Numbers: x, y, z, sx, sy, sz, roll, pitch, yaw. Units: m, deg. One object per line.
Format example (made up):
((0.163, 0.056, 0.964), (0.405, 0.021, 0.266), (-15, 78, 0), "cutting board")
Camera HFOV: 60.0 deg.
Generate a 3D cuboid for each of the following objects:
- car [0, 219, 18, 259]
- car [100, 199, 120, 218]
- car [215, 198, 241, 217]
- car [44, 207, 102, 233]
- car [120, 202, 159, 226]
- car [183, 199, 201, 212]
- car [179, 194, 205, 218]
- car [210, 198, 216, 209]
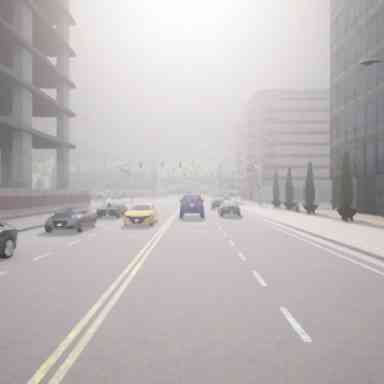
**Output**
((-7.085, 1.508, 9.891), (1.837, 1.490, 4.892), (0, 0, 0), "car")
((-7.031, 1.611, 29.895), (1.895, 1.301, 4.718), (0, 0, 1), "car")
((3.509, 1.537, 31.577), (1.812, 1.442, 4.674), (0, 0, 0), "car")
((-7.081, 1.571, 19.776), (1.994, 1.385, 4.181), (0, 0, 0), "car")
((-3.498, 1.528, 23.644), (1.882, 1.535, 5.008), (0, 0, 0), "car")
((0.003, 1.562, 40.857), (2.033, 1.411, 5.357), (0, 0, 0), "car")
((0.002, 1.232, 30.235), (2.150, 2.045, 5.566), (0, 0, 0), "car")
((3.540, 1.521, 44.781), (1.837, 1.490, 4.892), (0, 0, 1), "car")
